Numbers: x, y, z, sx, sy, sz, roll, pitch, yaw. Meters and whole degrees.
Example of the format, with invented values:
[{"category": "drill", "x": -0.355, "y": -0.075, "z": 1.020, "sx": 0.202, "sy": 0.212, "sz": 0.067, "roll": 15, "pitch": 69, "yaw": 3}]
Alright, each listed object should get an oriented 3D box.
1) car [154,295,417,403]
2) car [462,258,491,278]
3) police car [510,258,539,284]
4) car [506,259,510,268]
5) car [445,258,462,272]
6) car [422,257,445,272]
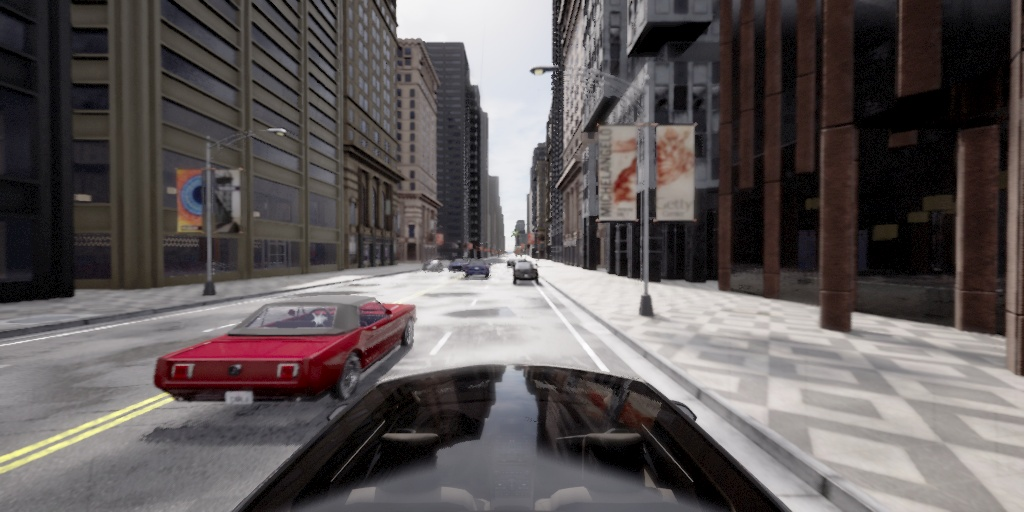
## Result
[{"category": "car", "x": -3.148, "y": 1.350, "z": 6.367, "sx": 1.895, "sy": 1.301, "sz": 4.718, "roll": 0, "pitch": 0, "yaw": 0}, {"category": "car", "x": -3.141, "y": 1.094, "z": 34.197, "sx": 2.097, "sy": 1.767, "sz": 4.553, "roll": 0, "pitch": 0, "yaw": 0}, {"category": "police car", "x": 0.984, "y": 1.169, "z": 27.020, "sx": 1.930, "sy": 1.638, "sz": 5.238, "roll": 0, "pitch": 0, "yaw": 0}, {"category": "car", "x": 0.020, "y": 1.238, "z": 61.569, "sx": 1.837, "sy": 1.490, "sz": 4.892, "roll": 0, "pitch": 0, "yaw": 0}, {"category": "car", "x": -6.562, "y": 1.091, "z": 44.505, "sx": 2.097, "sy": 1.767, "sz": 4.553, "roll": 0, "pitch": 0, "yaw": 0}, {"category": "car", "x": -9.812, "y": 1.232, "z": 44.740, "sx": 2.128, "sy": 1.511, "sz": 4.902, "roll": 0, "pitch": 0, "yaw": 0}]
